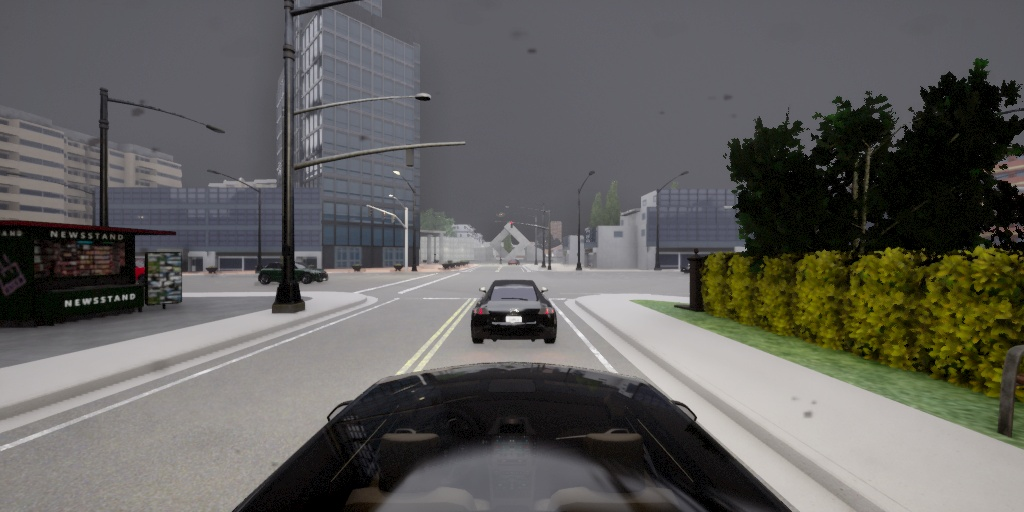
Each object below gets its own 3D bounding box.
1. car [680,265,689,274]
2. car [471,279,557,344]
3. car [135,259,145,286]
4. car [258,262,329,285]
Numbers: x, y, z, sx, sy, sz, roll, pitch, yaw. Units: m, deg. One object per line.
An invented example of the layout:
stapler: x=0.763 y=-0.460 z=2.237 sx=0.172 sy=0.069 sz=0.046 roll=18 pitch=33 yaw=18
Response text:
car: x=20.347 y=1.266 z=38.369 sx=4.181 sy=1.385 sz=1.994 roll=0 pitch=0 yaw=-2
car: x=0.045 y=1.314 z=9.637 sx=1.994 sy=1.385 sz=4.181 roll=0 pitch=0 yaw=0
car: x=-28.457 y=1.221 z=27.080 sx=5.566 sy=2.045 sz=2.150 roll=0 pitch=0 yaw=0
car: x=-16.494 y=1.210 z=27.224 sx=4.553 sy=1.767 sz=2.097 roll=-1 pitch=0 yaw=-1
